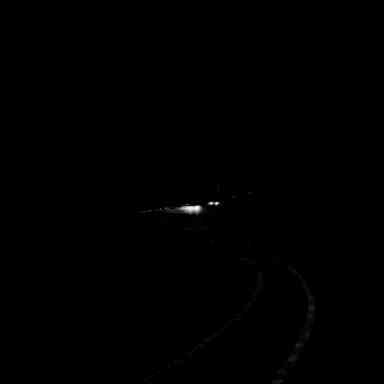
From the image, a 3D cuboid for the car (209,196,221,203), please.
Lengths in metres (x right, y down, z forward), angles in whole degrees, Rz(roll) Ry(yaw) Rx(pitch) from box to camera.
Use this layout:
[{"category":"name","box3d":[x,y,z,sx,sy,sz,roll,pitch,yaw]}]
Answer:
[{"category":"car","box3d":[4.920,1.560,69.515,1.994,1.385,4.181,-1,-1,14]}]

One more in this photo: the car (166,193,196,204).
[{"category":"car","box3d":[-2.124,1.276,67.222,5.566,2.045,2.435,-1,-1,14]}]

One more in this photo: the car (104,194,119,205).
[{"category":"car","box3d":[-14.881,1.445,66.404,5.566,2.045,2.435,-1,-1,14]}]

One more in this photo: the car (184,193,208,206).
[{"category":"car","box3d":[0.847,1.427,53.595,2.128,1.511,4.902,-1,0,14]}]

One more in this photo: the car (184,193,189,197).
[{"category":"car","box3d":[-3.521,1.334,61.433,4.553,1.767,2.185,-1,-1,14]}]

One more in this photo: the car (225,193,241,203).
[{"category":"car","box3d":[8.223,1.188,69.348,2.150,2.045,5.566,-1,-1,14]}]

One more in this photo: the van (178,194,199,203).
[{"category":"van","box3d":[-0.735,1.408,73.256,4.442,1.987,1.878,-1,-1,14]}]
